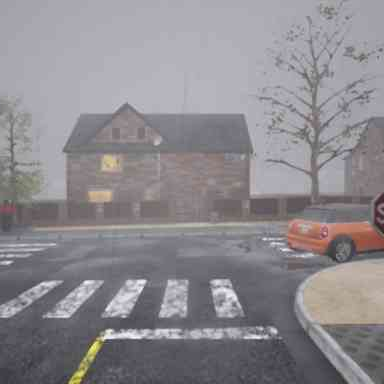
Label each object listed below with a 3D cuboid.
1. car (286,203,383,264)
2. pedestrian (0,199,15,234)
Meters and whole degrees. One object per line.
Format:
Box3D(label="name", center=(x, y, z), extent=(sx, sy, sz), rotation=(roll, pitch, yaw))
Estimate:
Box3D(label="car", center=(5.554, 1.176, 11.289), extent=(4.553, 1.767, 2.097), rotation=(-2, 2, -21))
Box3D(label="pedestrian", center=(-9.676, 1.221, 17.334), extent=(0.375, 1.860, 0.375), rotation=(0, 2, 0))
